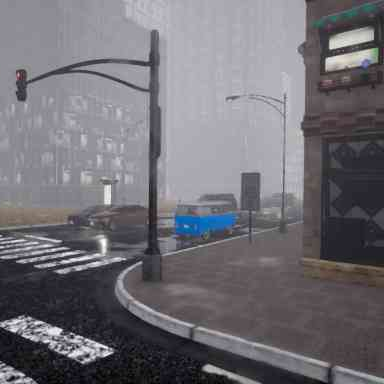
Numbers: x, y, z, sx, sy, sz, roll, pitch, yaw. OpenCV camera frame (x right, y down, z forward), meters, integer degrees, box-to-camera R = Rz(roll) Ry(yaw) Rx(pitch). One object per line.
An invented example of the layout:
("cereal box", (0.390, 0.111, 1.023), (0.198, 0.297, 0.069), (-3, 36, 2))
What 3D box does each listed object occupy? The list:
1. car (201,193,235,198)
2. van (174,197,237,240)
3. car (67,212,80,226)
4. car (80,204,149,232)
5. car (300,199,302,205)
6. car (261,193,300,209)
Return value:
("car", (1.861, 1.139, 28.521), (2.150, 2.045, 5.566), (1, 1, 36))
("van", (0.801, 1.368, 17.037), (1.690, 1.788, 3.998), (1, 1, 35))
("car", (-6.033, 1.467, 21.893), (1.947, 1.339, 4.313), (1, 1, 35))
("car", (-4.091, 1.466, 20.149), (1.812, 1.442, 4.674), (1, 1, 37))
("car", (16.299, 1.363, 53.326), (1.752, 1.417, 4.829), (1, 1, 35))
("car", (11.093, 1.120, 41.469), (2.150, 2.045, 5.566), (1, 0, 36))
